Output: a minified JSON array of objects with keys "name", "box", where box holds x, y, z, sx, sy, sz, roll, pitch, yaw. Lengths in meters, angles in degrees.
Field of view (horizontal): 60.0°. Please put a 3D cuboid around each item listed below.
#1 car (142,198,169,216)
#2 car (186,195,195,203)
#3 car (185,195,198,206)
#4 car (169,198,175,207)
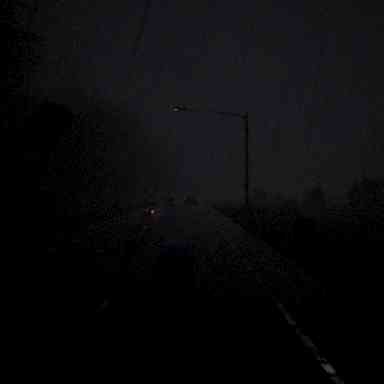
[{"name":"car","box":[-3.531,1.543,32.139,1.812,1.442,4.674,0,0,0]},{"name":"car","box":[-0.304,1.540,73.762,1.837,1.490,4.892,0,0,0]},{"name":"car","box":[-0.135,1.380,57.185,2.097,1.767,4.553,0,0,0]},{"name":"car","box":[-3.591,1.575,50.152,2.033,1.411,5.357,0,0,0]}]
